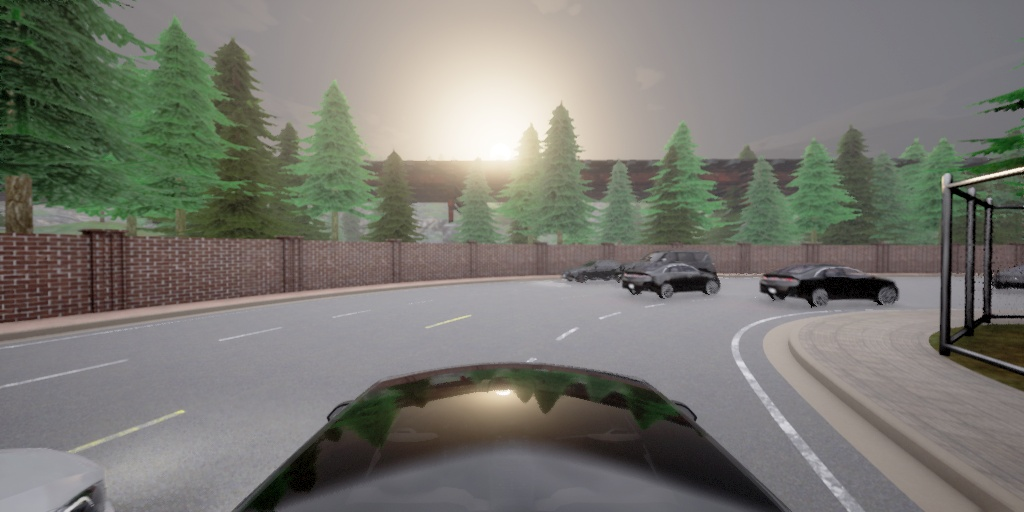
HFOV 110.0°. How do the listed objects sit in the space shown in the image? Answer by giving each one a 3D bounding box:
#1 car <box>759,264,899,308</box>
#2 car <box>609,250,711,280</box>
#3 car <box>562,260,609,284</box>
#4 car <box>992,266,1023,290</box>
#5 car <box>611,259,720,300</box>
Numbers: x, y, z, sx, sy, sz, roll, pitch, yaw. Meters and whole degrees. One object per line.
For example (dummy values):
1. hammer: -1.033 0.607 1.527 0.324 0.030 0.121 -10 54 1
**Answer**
1. car: 12.107 1.069 13.733 4.902 1.511 2.128 0 1 -9
2. car: 8.705 0.698 20.360 5.566 2.045 2.150 0 0 -11
3. car: 5.496 0.959 23.176 4.674 1.442 1.812 0 1 -18
4. car: 26.877 1.088 17.804 4.181 1.385 1.994 0 1 -2
5. car: 7.187 1.031 16.090 4.902 1.511 2.128 0 1 -26
